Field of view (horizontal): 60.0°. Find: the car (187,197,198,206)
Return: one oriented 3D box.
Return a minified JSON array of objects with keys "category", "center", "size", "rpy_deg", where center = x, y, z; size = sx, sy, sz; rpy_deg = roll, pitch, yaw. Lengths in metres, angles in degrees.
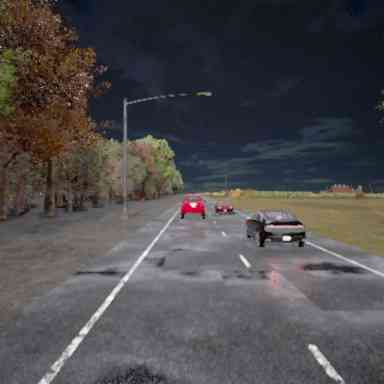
[{"category":"car","center":[0.120,1.667,61.121],"size":[1.882,1.535,5.008],"rpy_deg":[0,-1,0]}]

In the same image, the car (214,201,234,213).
[{"category":"car","center":[3.613,1.726,38.377],"size":[1.895,1.301,4.718],"rpy_deg":[0,0,0]}]

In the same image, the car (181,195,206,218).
[{"category":"car","center":[0.110,1.325,31.754],"size":[2.150,2.045,5.566],"rpy_deg":[0,-1,0]}]

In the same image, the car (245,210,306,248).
[{"category":"car","center":[3.599,1.547,15.037],"size":[2.128,1.511,4.902],"rpy_deg":[0,0,0]}]
